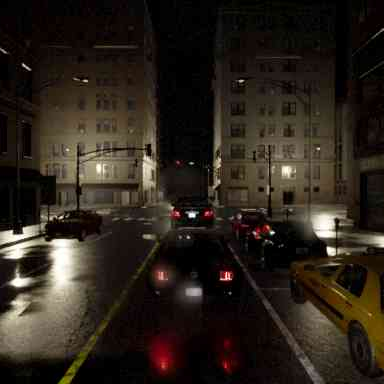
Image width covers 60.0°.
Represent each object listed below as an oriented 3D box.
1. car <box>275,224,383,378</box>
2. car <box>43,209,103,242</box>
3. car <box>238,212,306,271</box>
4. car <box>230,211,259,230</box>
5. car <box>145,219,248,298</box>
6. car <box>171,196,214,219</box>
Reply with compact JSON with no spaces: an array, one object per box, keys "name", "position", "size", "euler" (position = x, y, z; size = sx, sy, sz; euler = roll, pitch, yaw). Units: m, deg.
[{"name":"car","position":[2.867,1.524,5.319],"size":[1.752,1.417,4.829],"euler":[-1,0,0]},{"name":"car","position":[-5.668,1.539,16.326],"size":[1.887,1.381,4.507],"euler":[-1,0,0]},{"name":"car","position":[2.872,1.563,10.735],"size":[1.947,1.339,4.313],"euler":[-1,0,0]},{"name":"car","position":[2.877,1.577,16.321],"size":[1.802,1.307,4.206],"euler":[-1,0,0]},{"name":"car","position":[0.050,1.599,8.490],"size":[1.895,1.301,4.718],"euler":[0,0,0]},{"name":"car","position":[0.010,1.216,18.482],"size":[2.150,2.045,5.566],"euler":[0,0,0]}]
